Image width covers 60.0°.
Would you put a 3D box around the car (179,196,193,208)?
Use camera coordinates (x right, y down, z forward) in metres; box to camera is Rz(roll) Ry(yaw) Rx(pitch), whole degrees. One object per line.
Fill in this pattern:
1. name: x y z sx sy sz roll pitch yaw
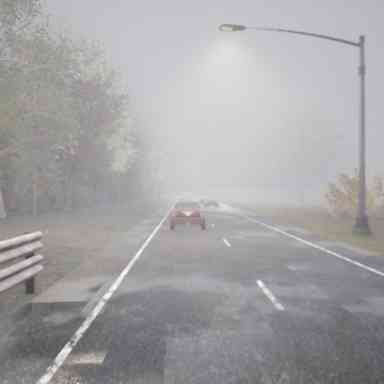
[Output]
1. car: -0.863 1.374 47.342 1.882 1.535 5.008 0 0 -1

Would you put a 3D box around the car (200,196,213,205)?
1. car: 2.353 1.393 55.644 1.812 1.442 4.674 0 0 -1

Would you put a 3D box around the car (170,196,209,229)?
1. car: -0.287 1.310 21.380 2.097 1.767 4.553 0 0 -1

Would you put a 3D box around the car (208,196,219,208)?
1. car: 2.578 1.419 45.548 1.812 1.442 4.674 0 0 -1
